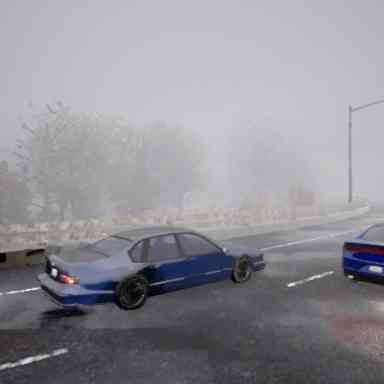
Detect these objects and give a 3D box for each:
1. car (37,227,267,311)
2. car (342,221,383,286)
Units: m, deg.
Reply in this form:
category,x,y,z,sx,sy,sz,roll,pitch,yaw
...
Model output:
category,x,y,z,sx,sy,sz,roll,pitch,yaw
car,-0.614,1.546,7.778,5.357,1.411,2.033,0,0,-38
car,5.760,1.471,8.643,5.008,1.535,1.882,0,0,-41
